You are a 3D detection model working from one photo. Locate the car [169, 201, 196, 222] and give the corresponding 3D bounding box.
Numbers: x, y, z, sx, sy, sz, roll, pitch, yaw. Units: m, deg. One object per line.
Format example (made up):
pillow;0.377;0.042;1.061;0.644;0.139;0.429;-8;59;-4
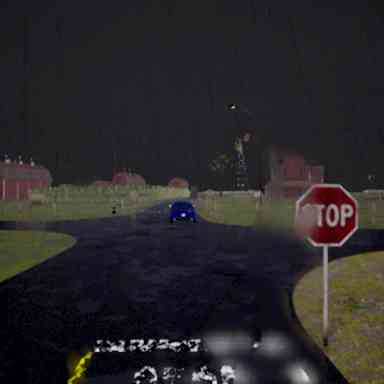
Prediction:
car;-0.754;1.462;25.962;1.882;1.535;5.008;0;0;-3
